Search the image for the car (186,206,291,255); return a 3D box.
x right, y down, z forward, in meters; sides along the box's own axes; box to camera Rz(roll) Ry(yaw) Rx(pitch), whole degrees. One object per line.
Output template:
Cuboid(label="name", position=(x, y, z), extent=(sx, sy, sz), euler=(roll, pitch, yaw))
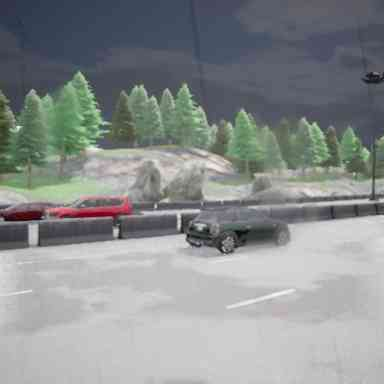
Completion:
Cuboid(label="car", position=(2.029, 1.397, 13.843), extent=(4.553, 1.767, 2.097), euler=(0, 0, -36))

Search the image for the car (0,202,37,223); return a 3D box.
Cuboid(label="car", position=(-12.725, 1.583, 25.023), extent=(5.008, 1.535, 1.882), euler=(0, 0, -36))

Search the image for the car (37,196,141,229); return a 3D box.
Cuboid(label="car", position=(-6.378, 1.304, 20.972), extent=(5.566, 2.045, 2.150), euler=(0, 0, -36))

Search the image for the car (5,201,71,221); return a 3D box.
Cuboid(label="car", position=(-13.326, 1.623, 28.904), extent=(4.892, 1.490, 1.837), euler=(0, 0, -36))
